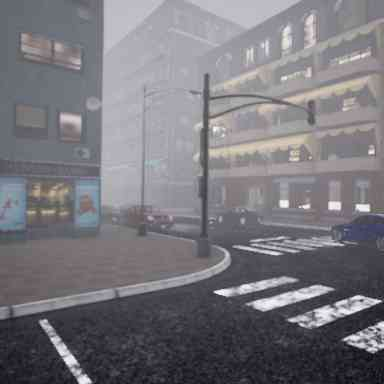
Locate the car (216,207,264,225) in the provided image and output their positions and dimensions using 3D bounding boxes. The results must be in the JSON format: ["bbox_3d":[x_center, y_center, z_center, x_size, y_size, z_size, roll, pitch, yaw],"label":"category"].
[{"bbox_3d":[3.735,1.833,26.439,2.008,1.369,4.403,1,-1,-36],"label":"car"}]

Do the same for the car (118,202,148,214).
[{"bbox_3d":[-7.483,1.967,41.764,1.947,1.339,4.313,1,-1,-36],"label":"car"}]

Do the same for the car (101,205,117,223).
[{"bbox_3d":[-7.355,1.755,27.934,1.947,1.339,4.313,1,-1,-36],"label":"car"}]

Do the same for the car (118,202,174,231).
[{"bbox_3d":[-2.863,1.580,21.679,1.967,1.590,4.097,1,-1,-36],"label":"car"}]

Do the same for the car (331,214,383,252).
[{"bbox_3d":[8.056,1.669,14.449,1.812,1.442,4.674,2,-1,-11],"label":"car"}]
